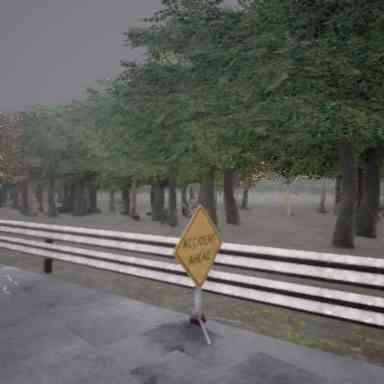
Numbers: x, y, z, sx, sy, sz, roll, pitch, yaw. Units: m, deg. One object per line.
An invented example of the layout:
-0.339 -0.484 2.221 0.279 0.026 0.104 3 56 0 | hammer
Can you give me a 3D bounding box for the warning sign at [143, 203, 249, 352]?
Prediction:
0.093 1.119 5.106 1.060 1.860 1.300 0 0 36 | warning sign
